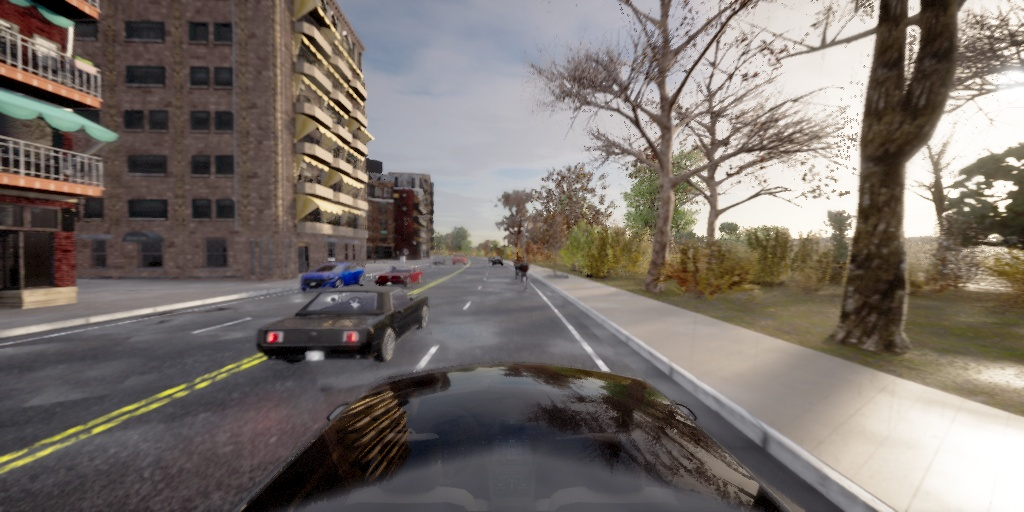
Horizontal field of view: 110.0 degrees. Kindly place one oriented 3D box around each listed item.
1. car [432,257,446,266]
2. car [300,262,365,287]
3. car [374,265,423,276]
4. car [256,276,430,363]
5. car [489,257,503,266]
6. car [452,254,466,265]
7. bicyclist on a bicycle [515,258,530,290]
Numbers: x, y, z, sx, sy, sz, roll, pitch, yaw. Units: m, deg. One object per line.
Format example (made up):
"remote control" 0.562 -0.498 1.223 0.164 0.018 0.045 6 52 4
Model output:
"car" -12.362 0.871 61.171 1.837 1.490 4.892 0 1 -4
"car" -10.119 1.124 20.608 1.882 1.535 5.008 0 0 -2
"car" -6.911 1.229 22.258 1.895 1.301 4.718 0 0 -2
"car" -3.189 1.316 8.009 1.895 1.301 4.718 0 0 0
"car" -2.503 0.853 61.177 1.837 1.490 4.892 0 0 -5
"car" -9.249 0.587 62.996 2.150 2.045 5.566 0 1 -5
"bicyclist on a bicycle" 0.661 1.001 19.443 0.659 1.776 1.843 0 1 -2
